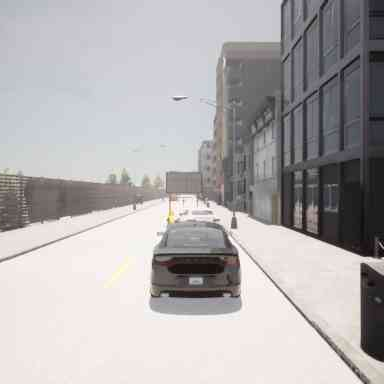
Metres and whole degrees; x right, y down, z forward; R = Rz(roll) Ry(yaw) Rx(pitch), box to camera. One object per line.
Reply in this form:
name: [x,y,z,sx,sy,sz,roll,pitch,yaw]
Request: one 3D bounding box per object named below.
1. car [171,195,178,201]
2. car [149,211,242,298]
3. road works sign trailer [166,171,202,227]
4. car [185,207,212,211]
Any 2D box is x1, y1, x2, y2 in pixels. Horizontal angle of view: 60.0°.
car: [-4.244,1.477,77.081,1.882,1.535,5.008,0,0,0]
car: [0.072,1.478,8.560,1.882,1.535,5.008,0,0,0]
road works sign trailer: [-0.562,0.464,21.413,2.380,3.560,2.880,0,0,-17]
car: [0.332,1.541,17.914,1.812,1.442,4.674,0,-1,-7]
